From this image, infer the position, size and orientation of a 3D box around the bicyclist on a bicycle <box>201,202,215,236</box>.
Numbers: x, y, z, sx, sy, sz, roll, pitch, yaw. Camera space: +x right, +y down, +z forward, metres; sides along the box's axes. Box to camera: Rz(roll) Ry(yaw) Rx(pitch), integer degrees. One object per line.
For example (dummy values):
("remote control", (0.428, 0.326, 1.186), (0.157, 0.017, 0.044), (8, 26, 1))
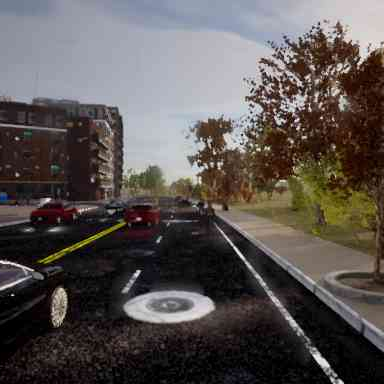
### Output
("bicyclist on a bicycle", (0.937, 1.453, 17.408), (0.582, 1.620, 1.656), (0, 0, -1))

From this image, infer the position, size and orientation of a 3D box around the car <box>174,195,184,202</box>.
("car", (-2.827, 1.455, 73.120), (1.882, 1.535, 5.008), (0, 0, -5))

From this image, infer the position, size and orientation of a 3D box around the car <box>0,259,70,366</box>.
("car", (-3.083, 1.492, 3.969), (2.128, 1.511, 4.902), (0, 0, 0))

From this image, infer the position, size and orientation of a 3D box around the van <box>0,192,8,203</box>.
("van", (-32.372, 0.901, 54.563), (3.998, 1.788, 1.690), (1, -1, -32))

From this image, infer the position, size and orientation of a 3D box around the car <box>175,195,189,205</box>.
("car", (-1.489, 1.534, 57.675), (2.033, 1.411, 5.357), (0, 0, -4))

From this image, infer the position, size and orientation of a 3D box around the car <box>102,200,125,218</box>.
("car", (-6.824, 1.494, 30.243), (2.128, 1.511, 4.902), (0, 0, -2))

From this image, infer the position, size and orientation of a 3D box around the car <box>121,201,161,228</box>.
("car", (-3.183, 1.479, 22.232), (1.882, 1.535, 5.008), (0, 0, -1))

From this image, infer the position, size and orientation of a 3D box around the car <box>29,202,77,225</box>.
("car", (-9.917, 1.481, 24.088), (1.882, 1.535, 5.008), (0, 0, -1))

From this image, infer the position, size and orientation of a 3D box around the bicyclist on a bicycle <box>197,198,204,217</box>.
("bicyclist on a bicycle", (0.749, 1.369, 27.332), (0.659, 1.776, 1.843), (0, 0, -1))
